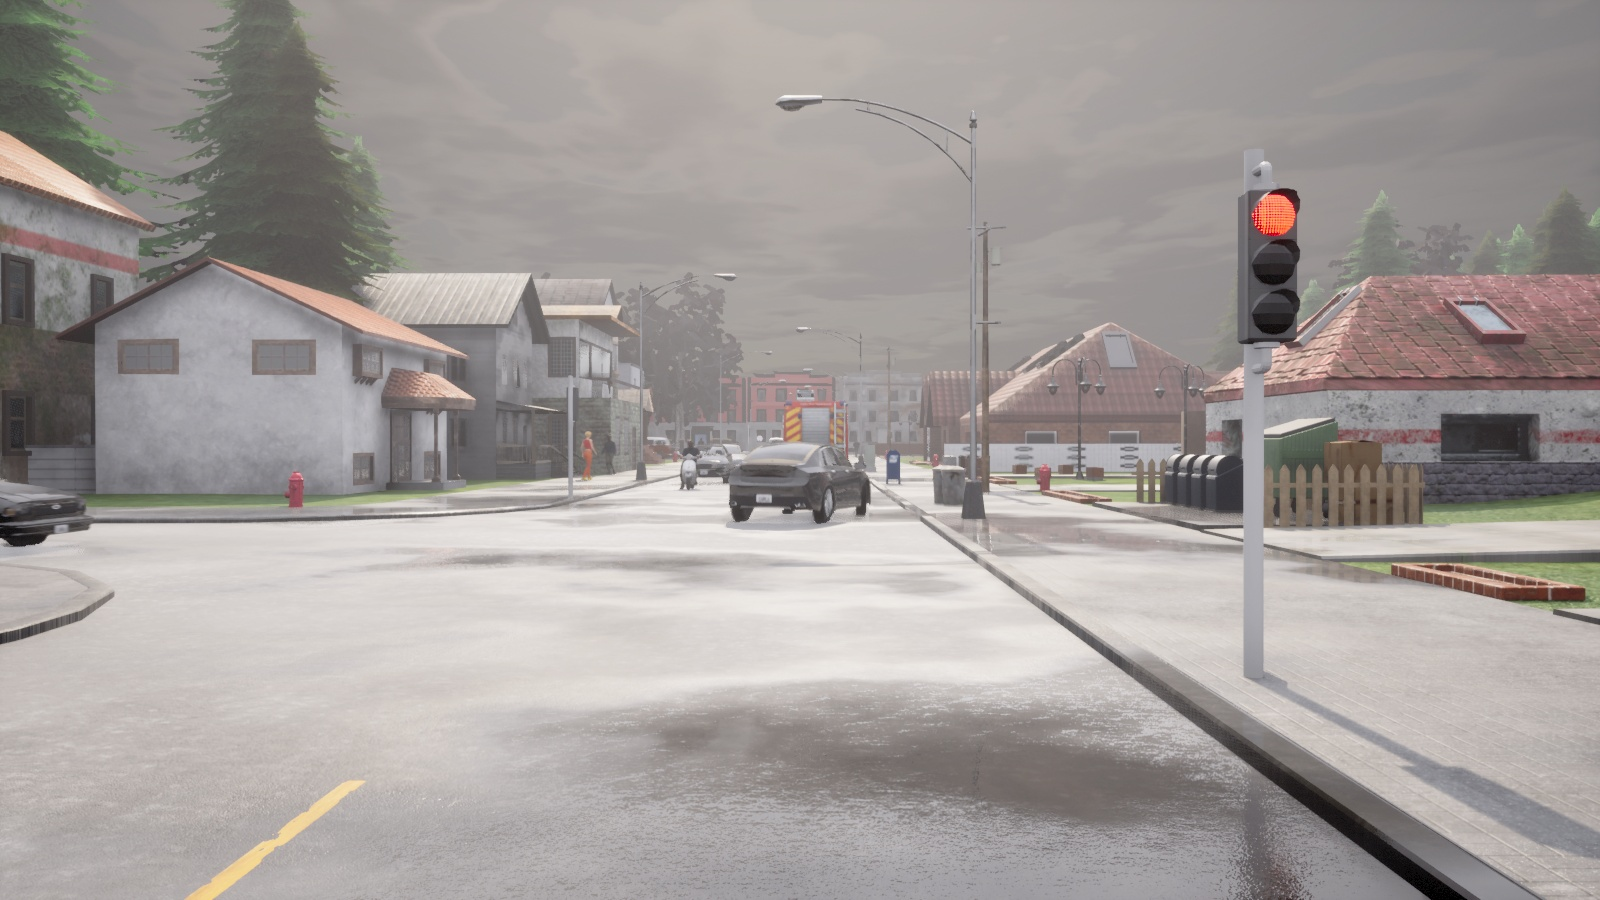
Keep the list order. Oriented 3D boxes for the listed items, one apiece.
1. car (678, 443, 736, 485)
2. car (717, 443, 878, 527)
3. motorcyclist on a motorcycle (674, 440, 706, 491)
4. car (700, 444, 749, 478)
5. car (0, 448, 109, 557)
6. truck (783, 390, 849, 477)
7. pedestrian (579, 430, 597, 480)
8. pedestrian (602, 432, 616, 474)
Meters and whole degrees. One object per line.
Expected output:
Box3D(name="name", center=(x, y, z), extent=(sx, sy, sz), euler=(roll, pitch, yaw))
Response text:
Box3D(name="car", center=(-3.419, 0.492, 46.936), extent=(1.816, 1.474, 4.193), euler=(0, 0, 1))
Box3D(name="car", center=(0.079, 0.610, 25.031), extent=(1.837, 1.490, 4.892), euler=(1, 0, 17))
Box3D(name="motorcyclist on a motorcycle", center=(-3.507, 0.470, 40.226), extent=(0.866, 1.590, 1.817), euler=(0, 0, 1))
Box3D(name="car", center=(-3.314, 0.455, 55.688), extent=(1.812, 1.442, 4.674), euler=(0, 0, 1))
Box3D(name="car", center=(-12.857, 0.685, 17.490), extent=(5.357, 1.411, 2.033), euler=(0, 0, 1))
Box3D(name="truck", center=(0.732, -0.752, 59.198), extent=(2.891, 3.827, 8.468), euler=(0, 0, 1))
Box3D(name="pedestrian", center=(-7.877, 0.186, 46.705), extent=(0.345, 1.836, 0.594), euler=(0, 0, 40))
Box3D(name="pedestrian", center=(-8.394, 0.137, 55.269), extent=(0.370, 1.835, 0.726), euler=(0, 0, 12))
